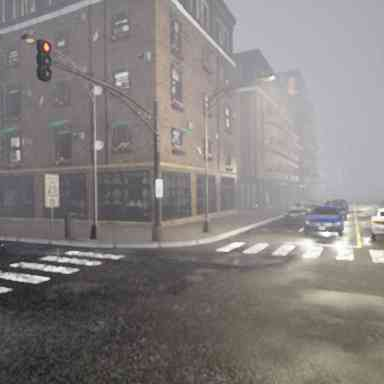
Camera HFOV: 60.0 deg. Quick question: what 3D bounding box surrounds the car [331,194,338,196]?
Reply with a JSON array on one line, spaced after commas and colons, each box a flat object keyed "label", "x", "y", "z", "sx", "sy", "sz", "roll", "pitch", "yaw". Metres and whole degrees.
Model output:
[{"label": "car", "x": 25.852, "y": 1.491, "z": 62.692, "sx": 1.967, "sy": 1.590, "sz": 4.097, "roll": -1, "pitch": -1, "yaw": 26}]

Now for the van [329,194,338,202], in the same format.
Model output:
[{"label": "van", "x": 33.272, "y": 1.415, "z": 78.087, "sx": 1.690, "sy": 1.788, "sz": 3.998, "roll": -1, "pitch": -1, "yaw": 26}]

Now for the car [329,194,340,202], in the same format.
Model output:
[{"label": "car", "x": 35.744, "y": 1.399, "z": 83.218, "sx": 2.192, "sy": 1.841, "sz": 5.009, "roll": -1, "pitch": -1, "yaw": 26}]

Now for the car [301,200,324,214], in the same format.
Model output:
[{"label": "car", "x": 13.487, "y": 1.577, "z": 37.033, "sx": 2.008, "sy": 1.369, "sz": 4.403, "roll": -1, "pitch": -1, "yaw": 26}]

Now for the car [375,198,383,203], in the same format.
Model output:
[{"label": "car", "x": 28.462, "y": 1.508, "z": 48.800, "sx": 2.008, "sy": 1.369, "sz": 4.403, "roll": -1, "pitch": -1, "yaw": 26}]

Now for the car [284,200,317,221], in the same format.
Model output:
[{"label": "car", "x": 8.539, "y": 1.572, "z": 26.770, "sx": 2.008, "sy": 1.369, "sz": 4.403, "roll": -1, "pitch": -1, "yaw": 26}]

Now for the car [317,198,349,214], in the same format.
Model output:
[{"label": "car", "x": 11.445, "y": 1.488, "z": 26.761, "sx": 2.128, "sy": 1.511, "sz": 4.902, "roll": -1, "pitch": 0, "yaw": 26}]

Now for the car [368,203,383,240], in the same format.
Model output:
[{"label": "car", "x": 9.749, "y": 1.490, "z": 16.249, "sx": 1.812, "sy": 1.442, "sz": 4.674, "roll": -1, "pitch": 0, "yaw": 28}]

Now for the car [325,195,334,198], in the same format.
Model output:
[{"label": "car", "x": 20.833, "y": 1.564, "z": 52.275, "sx": 1.752, "sy": 1.417, "sz": 4.829, "roll": -1, "pitch": -1, "yaw": 26}]

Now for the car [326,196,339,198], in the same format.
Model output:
[{"label": "car", "x": 15.827, "y": 1.479, "z": 35.899, "sx": 1.882, "sy": 1.535, "sz": 5.008, "roll": -1, "pitch": 0, "yaw": 26}]

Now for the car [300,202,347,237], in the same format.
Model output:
[{"label": "car", "x": 7.361, "y": 1.519, "z": 18.338, "sx": 1.812, "sy": 1.442, "sz": 4.674, "roll": -1, "pitch": 0, "yaw": 26}]
